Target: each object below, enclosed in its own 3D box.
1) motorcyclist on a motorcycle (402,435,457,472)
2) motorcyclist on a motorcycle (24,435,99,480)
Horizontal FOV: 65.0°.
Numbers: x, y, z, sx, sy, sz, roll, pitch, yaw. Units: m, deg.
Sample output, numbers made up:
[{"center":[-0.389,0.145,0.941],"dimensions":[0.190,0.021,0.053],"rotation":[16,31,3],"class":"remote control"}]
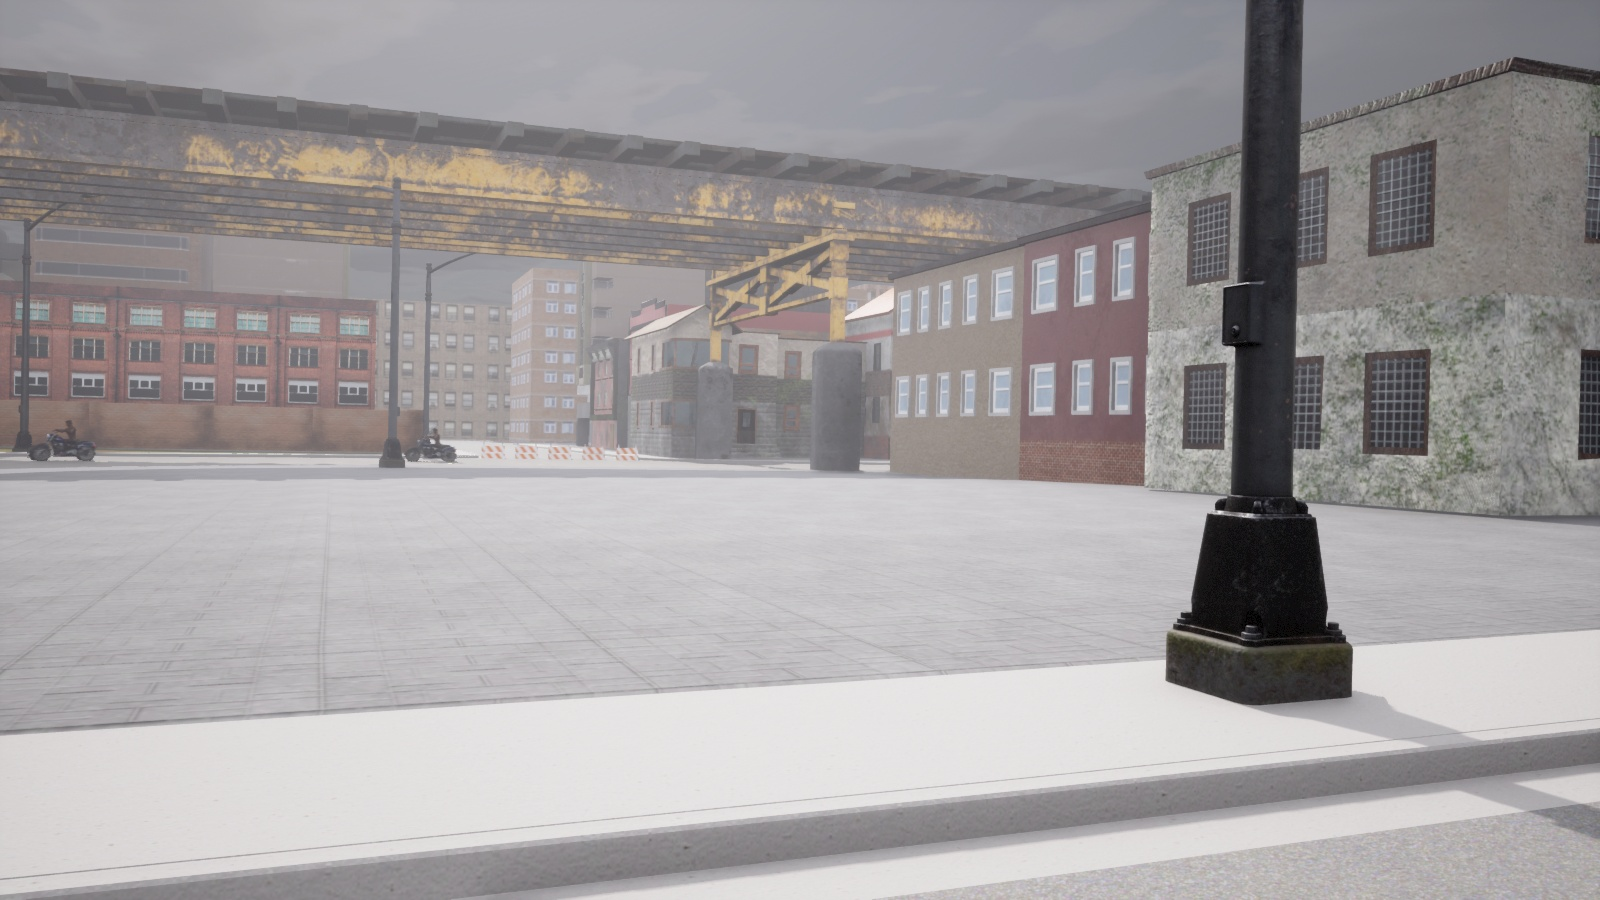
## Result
[{"center":[-17.071,0.147,57.878],"dimensions":[2.350,1.649,0.766],"rotation":[-1,1,-27],"class":"motorcyclist on a motorcycle"},{"center":[-28.243,0.261,48.037],"dimensions":[0.766,1.649,2.350],"rotation":[1,1,36],"class":"motorcyclist on a motorcycle"}]
